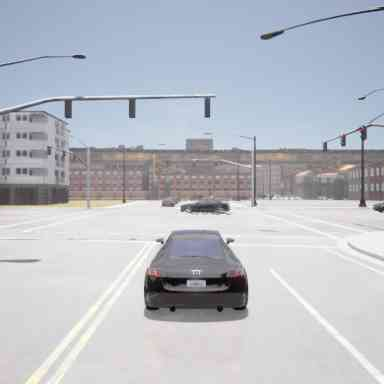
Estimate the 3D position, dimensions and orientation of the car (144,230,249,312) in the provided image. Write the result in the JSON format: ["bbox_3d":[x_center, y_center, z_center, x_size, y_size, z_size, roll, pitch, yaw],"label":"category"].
[{"bbox_3d":[0.077,1.564,7.792,1.994,1.385,4.181,0,0,0],"label":"car"}]

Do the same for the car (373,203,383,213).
[{"bbox_3d":[20.437,1.332,32.729,4.892,1.490,1.837,-1,0,1],"label":"car"}]

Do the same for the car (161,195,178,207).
[{"bbox_3d":[-3.637,1.525,51.769,1.812,1.442,4.674,0,0,0],"label":"car"}]

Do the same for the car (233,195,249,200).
[{"bbox_3d":[13.317,1.523,90.699,4.902,1.511,2.128,0,0,-24],"label":"car"}]

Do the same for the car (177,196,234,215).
[{"bbox_3d":[1.353,1.439,33.317,5.008,1.535,1.882,0,0,4],"label":"car"}]

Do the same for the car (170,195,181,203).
[{"bbox_3d":[-3.542,1.500,71.877,1.837,1.490,4.892,0,0,2],"label":"car"}]
